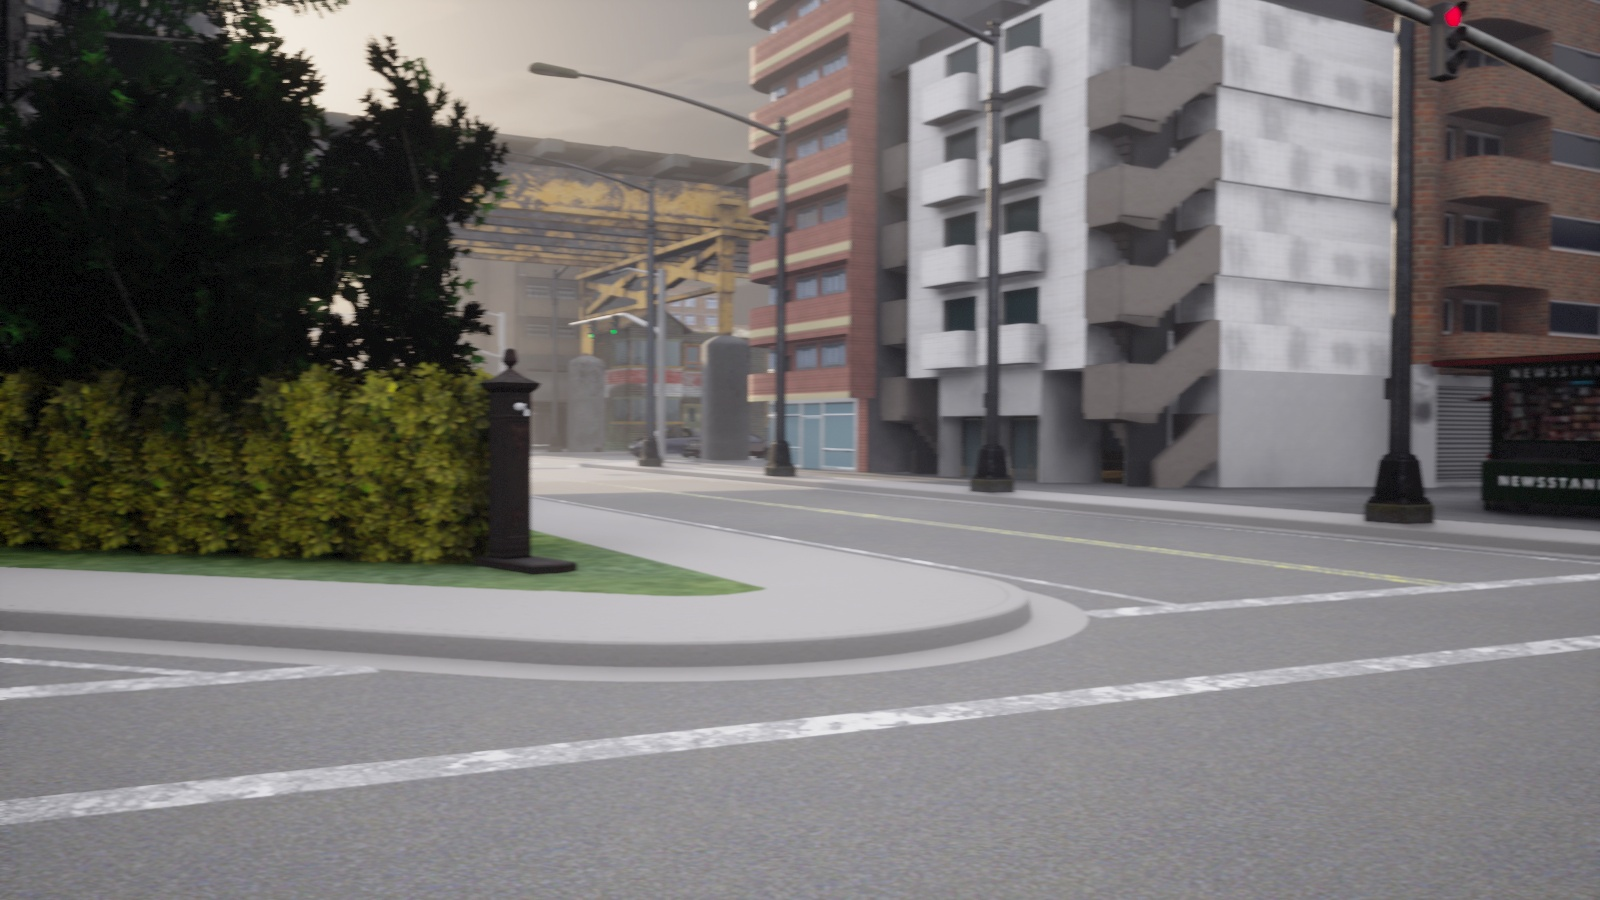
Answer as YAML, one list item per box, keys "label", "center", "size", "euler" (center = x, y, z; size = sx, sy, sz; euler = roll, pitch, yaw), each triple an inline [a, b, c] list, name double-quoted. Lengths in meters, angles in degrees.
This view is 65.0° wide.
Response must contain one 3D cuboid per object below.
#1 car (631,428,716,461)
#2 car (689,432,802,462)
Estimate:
- label: "car"
  center: [-6.613, -0.303, 65.657]
  size: [3.988, 1.617, 1.851]
  euler: [-1, 1, -29]
- label: "car"
  center: [-2.740, -0.171, 63.784]
  size: [5.357, 1.411, 2.033]
  euler: [-1, 1, -29]
